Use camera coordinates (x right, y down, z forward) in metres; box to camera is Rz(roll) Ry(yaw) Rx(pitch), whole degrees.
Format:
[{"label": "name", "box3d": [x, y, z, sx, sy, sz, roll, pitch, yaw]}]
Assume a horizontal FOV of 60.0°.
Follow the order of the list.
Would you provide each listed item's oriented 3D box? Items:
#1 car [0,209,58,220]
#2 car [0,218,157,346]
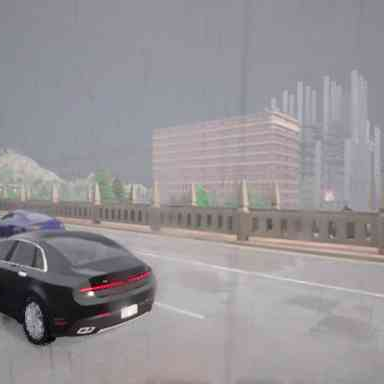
[{"label": "car", "box3d": [-7.307, 1.489, 14.537, 4.674, 1.442, 1.812, 0, 0, 39]}, {"label": "car", "box3d": [-2.819, 1.492, 6.396, 4.892, 1.490, 1.837, 0, 0, 38]}]
